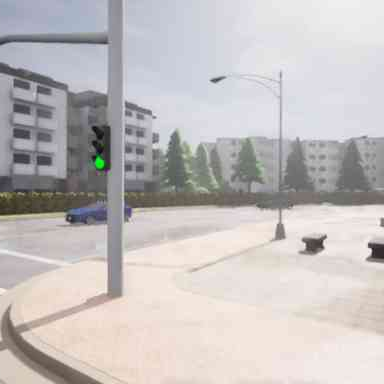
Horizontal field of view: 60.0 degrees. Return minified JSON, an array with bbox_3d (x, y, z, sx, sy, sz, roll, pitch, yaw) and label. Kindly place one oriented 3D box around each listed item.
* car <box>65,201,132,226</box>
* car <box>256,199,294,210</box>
[{"bbox_3d":[-6.349,1.396,23.125,1.882,1.535,5.008,0,0,34],"label":"car"},{"bbox_3d":[10.096,1.534,40.487,4.718,1.301,1.895,0,0,-31],"label":"car"}]
